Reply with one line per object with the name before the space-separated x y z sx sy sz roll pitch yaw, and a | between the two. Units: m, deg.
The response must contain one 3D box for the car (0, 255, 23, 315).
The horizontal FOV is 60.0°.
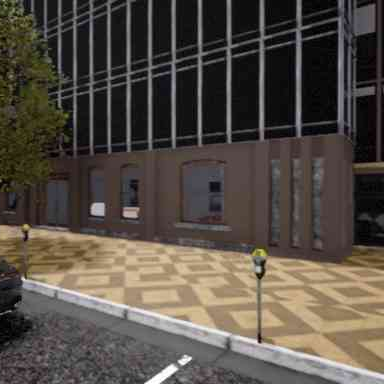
car | -4.868 1.494 6.101 4.403 1.369 2.008 0 0 34
